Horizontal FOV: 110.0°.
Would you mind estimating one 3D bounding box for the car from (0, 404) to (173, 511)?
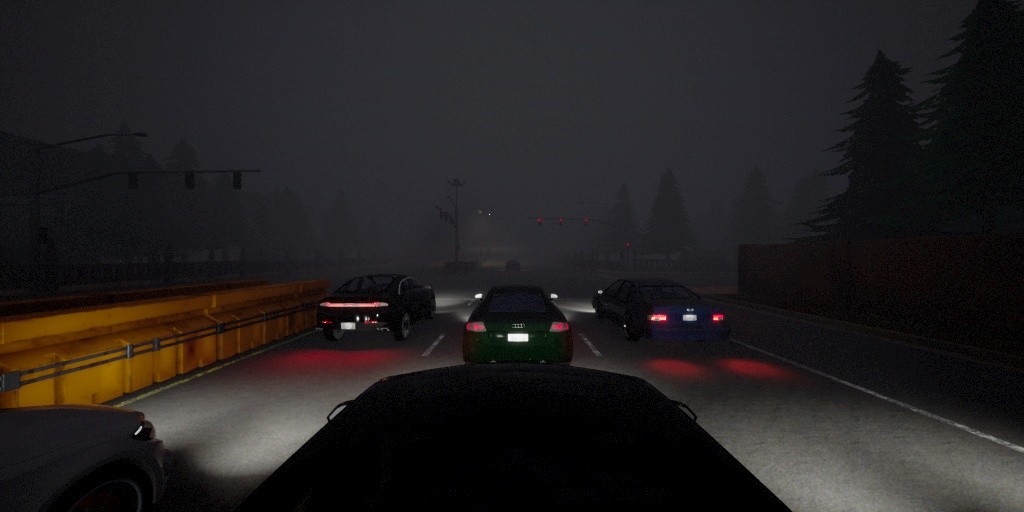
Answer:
[{"bbox_3d":[-3.403,1.276,0.632,1.812,1.442,4.674,0,0,0],"label":"car"}]

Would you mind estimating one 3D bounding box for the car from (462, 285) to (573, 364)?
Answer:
[{"bbox_3d":[0.099,1.314,7.917,1.994,1.385,4.181,0,0,0],"label":"car"}]

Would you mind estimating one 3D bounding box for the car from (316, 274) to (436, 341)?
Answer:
[{"bbox_3d":[-3.399,1.241,9.869,2.128,1.511,4.902,0,0,0],"label":"car"}]

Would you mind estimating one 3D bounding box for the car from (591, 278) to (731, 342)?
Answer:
[{"bbox_3d":[3.601,1.297,9.774,2.033,1.411,5.357,0,0,0],"label":"car"}]

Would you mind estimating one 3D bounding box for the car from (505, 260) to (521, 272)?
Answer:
[{"bbox_3d":[0.103,1.228,46.003,1.882,1.535,5.008,0,0,0],"label":"car"}]
